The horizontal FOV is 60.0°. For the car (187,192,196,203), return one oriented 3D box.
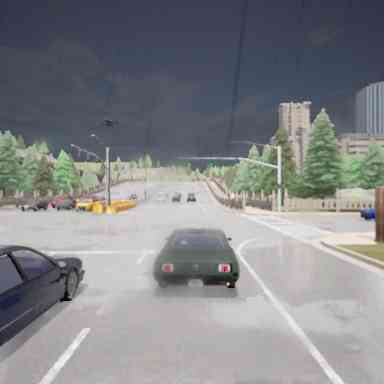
[{"bbox_3d":[-0.145,1.393,76.833,2.097,1.767,4.553,0,4,0],"label":"car"}]

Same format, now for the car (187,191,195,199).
[{"bbox_3d":[-0.206,0.830,86.907,2.033,1.411,5.357,0,6,0],"label":"car"}]

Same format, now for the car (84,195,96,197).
[{"bbox_3d":[-17.613,1.622,57.118,2.150,2.045,5.566,0,0,0],"label":"car"}]

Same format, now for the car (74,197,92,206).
[{"bbox_3d":[-21.080,1.896,64.625,1.882,1.535,5.008,0,1,0],"label":"car"}]

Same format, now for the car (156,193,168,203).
[{"bbox_3d":[-7.144,1.266,76.677,2.150,2.045,5.566,0,4,0],"label":"car"}]

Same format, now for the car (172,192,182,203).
[{"bbox_3d":[-3.644,1.554,76.579,1.837,1.490,4.892,0,4,0],"label":"car"}]

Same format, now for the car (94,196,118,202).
[{"bbox_3d":[-14.121,1.870,54.036,2.128,1.511,4.902,0,0,0],"label":"car"}]

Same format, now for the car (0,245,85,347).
[{"bbox_3d":[-3.429,1.586,5.357,2.033,1.411,5.357,0,0,0],"label":"car"}]

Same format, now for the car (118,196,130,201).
[{"bbox_3d":[-14.099,1.934,65.672,1.812,1.442,4.674,0,1,0],"label":"car"}]

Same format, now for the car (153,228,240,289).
[{"bbox_3d":[0.185,1.667,9.326,1.895,1.301,4.718,0,0,3],"label":"car"}]

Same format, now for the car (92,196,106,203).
[{"bbox_3d":[-21.140,1.641,75.798,1.994,1.385,4.181,0,3,0],"label":"car"}]

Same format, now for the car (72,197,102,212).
[{"bbox_3d":[-14.094,1.792,44.792,1.882,1.535,5.008,0,0,-1],"label":"car"}]

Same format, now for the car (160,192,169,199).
[{"bbox_3d":[-7.209,0.840,87.315,1.895,1.301,4.718,0,6,0],"label":"car"}]

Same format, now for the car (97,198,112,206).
[{"bbox_3d":[-17.588,1.938,67.196,1.994,1.385,4.181,0,1,0],"label":"car"}]

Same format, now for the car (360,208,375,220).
[{"bbox_3d":[16.984,1.676,28.295,5.008,1.535,1.882,0,0,0],"label":"car"}]

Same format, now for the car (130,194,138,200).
[{"bbox_3d":[-14.167,1.229,80.359,1.837,1.490,4.892,0,4,0],"label":"car"}]

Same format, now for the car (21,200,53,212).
[{"bbox_3d":[-21.120,1.806,44.804,2.128,1.511,4.902,0,0,0],"label":"car"}]

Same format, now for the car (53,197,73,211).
[{"bbox_3d":[-17.621,1.836,47.254,1.837,1.490,4.892,0,0,0],"label":"car"}]

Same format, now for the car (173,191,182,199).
[{"bbox_3d":[-3.706,0.815,86.884,2.128,1.511,4.902,0,6,0],"label":"car"}]
